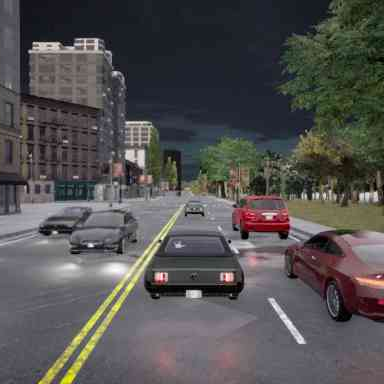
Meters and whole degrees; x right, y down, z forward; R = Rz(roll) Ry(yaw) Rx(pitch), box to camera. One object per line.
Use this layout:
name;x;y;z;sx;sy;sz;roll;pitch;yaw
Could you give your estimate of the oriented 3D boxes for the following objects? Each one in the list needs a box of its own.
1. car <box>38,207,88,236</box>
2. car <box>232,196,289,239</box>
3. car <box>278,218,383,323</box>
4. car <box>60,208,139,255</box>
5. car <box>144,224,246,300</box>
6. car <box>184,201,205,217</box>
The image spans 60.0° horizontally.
car;-6.532;1.541;18.515;2.033;1.411;5.357;0;0;0
car;3.406;1.216;17.269;2.150;2.045;5.566;0;0;0
car;3.374;1.524;7.092;1.812;1.442;4.674;0;0;1
car;-3.303;1.501;13.313;1.837;1.490;4.892;0;0;0
car;0.073;1.599;8.374;1.895;1.301;4.718;0;0;1
car;0.218;1.533;31.427;2.033;1.411;5.357;0;0;0
